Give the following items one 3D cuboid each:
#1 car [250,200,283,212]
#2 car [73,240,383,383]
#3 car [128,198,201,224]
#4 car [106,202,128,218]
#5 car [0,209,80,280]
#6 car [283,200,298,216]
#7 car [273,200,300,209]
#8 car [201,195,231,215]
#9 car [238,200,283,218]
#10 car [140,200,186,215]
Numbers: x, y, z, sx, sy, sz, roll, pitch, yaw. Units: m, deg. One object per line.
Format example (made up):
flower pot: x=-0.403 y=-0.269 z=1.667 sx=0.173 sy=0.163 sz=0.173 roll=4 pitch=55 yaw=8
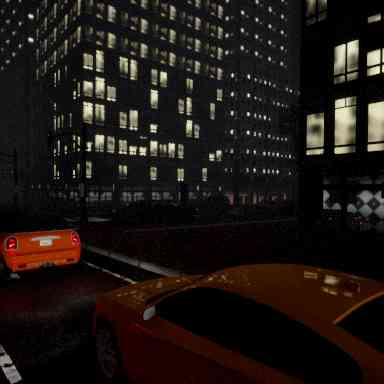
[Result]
car: x=9.849 y=1.814 z=43.834 sx=4.674 sy=1.442 sz=1.812 roll=0 pitch=1 yaw=-39
car: x=0.730 y=1.476 z=3.273 sx=1.882 sy=1.535 sz=5.008 roll=0 pitch=0 yaw=-40
car: x=-2.139 y=1.523 z=26.708 sx=5.009 sy=1.841 sz=2.192 roll=1 pitch=0 yaw=-39
car: x=-5.745 y=1.642 z=31.239 sx=4.674 sy=1.442 sz=1.812 roll=1 pitch=1 yaw=-38
car: x=-5.186 y=1.347 z=10.335 sx=2.097 sy=1.767 sz=4.553 roll=0 pitch=0 yaw=-40
car: x=11.012 y=1.935 z=37.351 sx=4.206 sy=1.307 sz=1.802 roll=1 pitch=0 yaw=-39
car: x=14.502 y=1.881 z=50.954 sx=4.313 sy=1.339 sz=1.947 roll=1 pitch=0 yaw=-39
car: x=1.949 y=1.423 z=37.445 sx=5.566 sy=2.045 sz=2.150 roll=1 pitch=0 yaw=-39
car: x=6.760 y=1.832 z=33.910 sx=4.829 sy=1.417 sz=1.752 roll=1 pitch=0 yaw=-39
car: x=-3.163 y=1.647 z=36.662 sx=4.829 sy=1.417 sz=1.752 roll=1 pitch=0 yaw=-39
